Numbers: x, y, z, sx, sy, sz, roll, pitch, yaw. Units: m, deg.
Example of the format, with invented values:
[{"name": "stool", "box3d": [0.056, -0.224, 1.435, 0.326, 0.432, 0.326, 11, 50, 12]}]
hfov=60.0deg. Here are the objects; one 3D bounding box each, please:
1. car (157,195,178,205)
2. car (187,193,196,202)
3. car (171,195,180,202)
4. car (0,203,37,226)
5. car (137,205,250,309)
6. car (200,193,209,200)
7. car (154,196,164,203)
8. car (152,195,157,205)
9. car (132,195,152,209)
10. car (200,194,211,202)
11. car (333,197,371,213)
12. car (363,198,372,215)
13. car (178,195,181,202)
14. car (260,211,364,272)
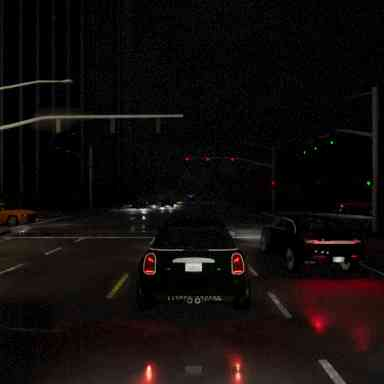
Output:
[{"name": "car", "box3d": [-3.687, 1.547, 50.837, 2.033, 1.411, 5.357, 0, 0, 0]}, {"name": "car", "box3d": [-0.150, 1.591, 77.547, 1.895, 1.301, 4.718, 0, 0, 0]}, {"name": "car", "box3d": [-3.644, 1.499, 74.712, 1.837, 1.490, 4.892, 0, 0, 0]}, {"name": "car", "box3d": [-13.553, 1.532, 23.471, 5.008, 1.535, 1.882, 0, 0, 6]}, {"name": "car", "box3d": [0.042, 1.352, 8.012, 2.097, 1.767, 4.553, 0, 0, 0]}, {"name": "car", "box3d": [3.331, 1.216, 87.535, 2.097, 1.767, 4.553, 0, 0, 0]}, {"name": "car", "box3d": [-7.139, 1.524, 72.176, 1.812, 1.442, 4.674, 0, 0, 0]}, {"name": "car", "box3d": [-7.193, 1.355, 57.527, 2.097, 1.767, 4.553, 0, 0, 0]}, {"name": "car", "box3d": [-7.183, 1.526, 46.515, 1.812, 1.442, 4.674, 0, 0, 0]}, {"name": "car", "box3d": [3.350, 1.519, 77.455, 1.812, 1.442, 4.674, 0, 0, 0]}, {"name": "car", "box3d": [17.213, 1.407, 34.704, 4.553, 1.767, 2.097, 0, 0, 0]}, {"name": "car", "box3d": [19.039, 1.581, 31.190, 4.674, 1.442, 1.812, 0, 0, 0]}, {"name": "car", "box3d": [-3.688, 1.489, 60.338, 2.128, 1.511, 4.902, 0, 0, 0]}, {"name": "car", "box3d": [3.598, 1.492, 10.823, 2.128, 1.511, 4.902, 0, 0, -3]}]
